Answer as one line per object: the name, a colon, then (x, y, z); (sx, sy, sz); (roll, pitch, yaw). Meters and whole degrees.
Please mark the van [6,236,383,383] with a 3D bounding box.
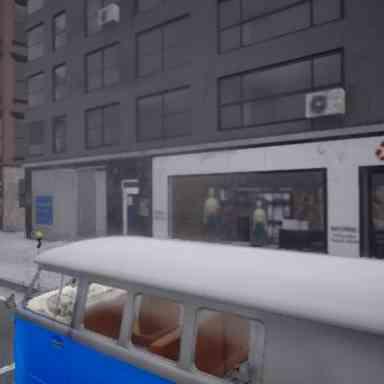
van: (0.119, 1.355, 2.724); (3.998, 1.788, 1.690); (-1, 0, 35)
